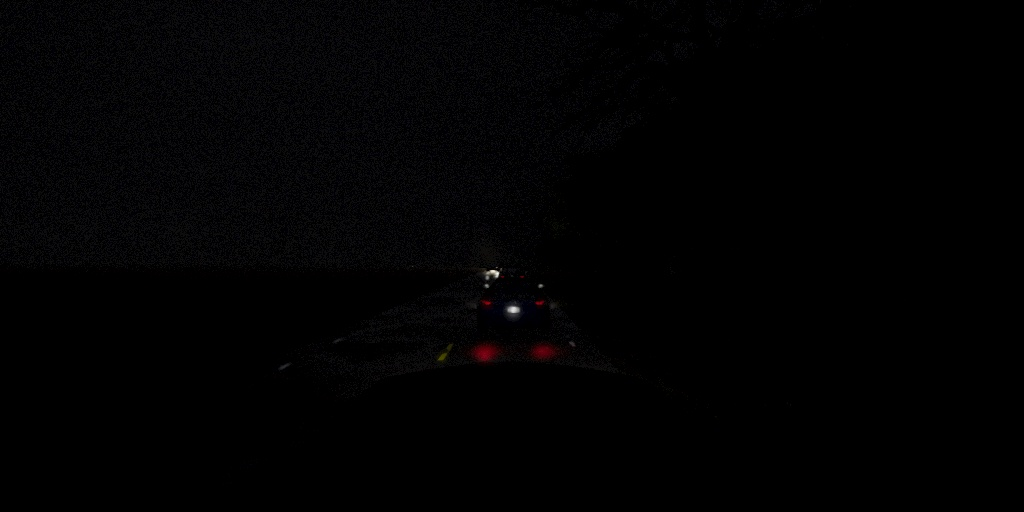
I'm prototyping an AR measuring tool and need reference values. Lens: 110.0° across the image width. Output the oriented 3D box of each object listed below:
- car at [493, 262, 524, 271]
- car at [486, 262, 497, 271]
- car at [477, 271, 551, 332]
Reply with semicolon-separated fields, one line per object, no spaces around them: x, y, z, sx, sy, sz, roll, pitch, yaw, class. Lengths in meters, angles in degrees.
0.040;1.352;24.251;2.033;1.411;5.357;0;0;0;car
-2.749;1.650;53.077;1.837;1.490;4.892;0;-1;1;car
0.056;1.326;10.952;1.994;1.385;4.181;0;0;0;car
